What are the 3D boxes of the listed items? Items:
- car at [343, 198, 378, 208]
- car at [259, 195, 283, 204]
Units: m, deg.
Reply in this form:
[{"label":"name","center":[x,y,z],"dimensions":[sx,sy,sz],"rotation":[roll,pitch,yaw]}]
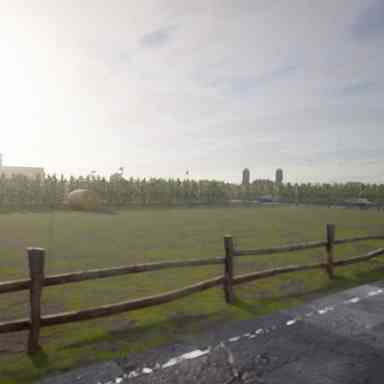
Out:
[{"label":"car","center":[24.650,1.679,48.580],"dimensions":[1.837,1.490,4.892],"rotation":[0,1,-34]},{"label":"car","center":[14.884,1.424,62.876],"dimensions":[2.128,1.511,4.902],"rotation":[0,1,-34]}]
